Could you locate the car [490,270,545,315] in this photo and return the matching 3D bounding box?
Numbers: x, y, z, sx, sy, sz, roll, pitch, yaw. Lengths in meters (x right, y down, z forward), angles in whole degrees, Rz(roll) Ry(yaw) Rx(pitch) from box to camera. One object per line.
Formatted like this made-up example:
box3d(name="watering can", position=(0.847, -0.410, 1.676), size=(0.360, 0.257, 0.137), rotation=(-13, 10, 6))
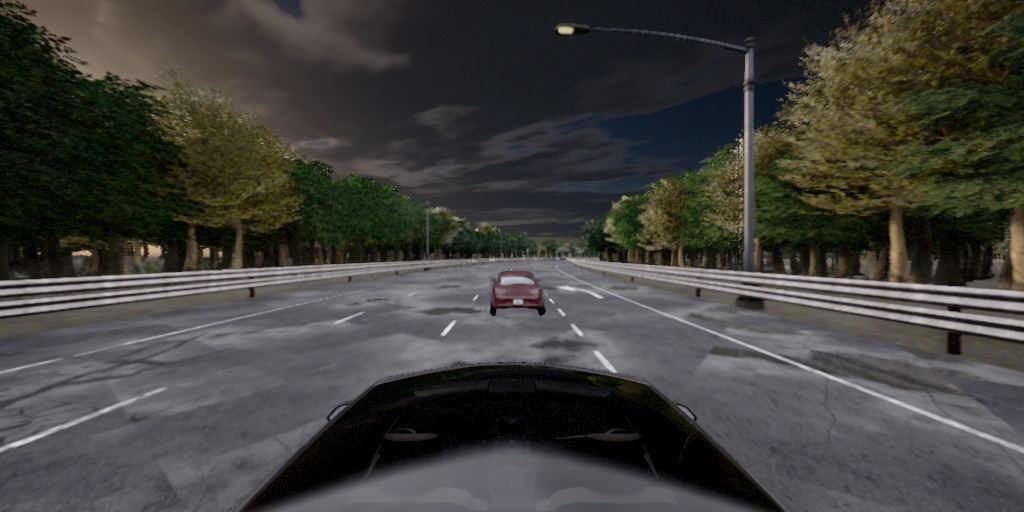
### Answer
box3d(name="car", position=(0.167, 1.261, 13.529), size=(1.812, 1.442, 4.674), rotation=(0, 0, -1))
